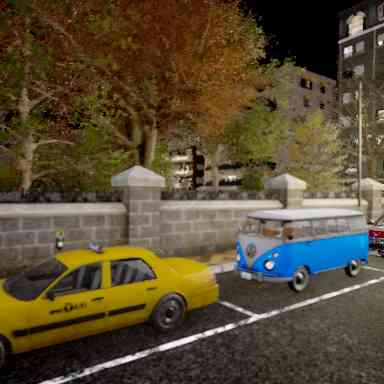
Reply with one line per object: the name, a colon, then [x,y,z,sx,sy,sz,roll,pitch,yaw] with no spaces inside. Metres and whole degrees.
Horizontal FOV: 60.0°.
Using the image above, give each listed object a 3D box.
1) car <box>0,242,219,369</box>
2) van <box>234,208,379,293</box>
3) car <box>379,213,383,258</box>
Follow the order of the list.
car: [-1.781,1.526,5.277,4.829,1.417,1.752,0,1,-35]
van: [2.928,1.343,8.634,3.998,1.788,1.690,0,1,-35]
car: [7.497,1.443,11.895,4.097,1.590,1.967,0,1,-35]
